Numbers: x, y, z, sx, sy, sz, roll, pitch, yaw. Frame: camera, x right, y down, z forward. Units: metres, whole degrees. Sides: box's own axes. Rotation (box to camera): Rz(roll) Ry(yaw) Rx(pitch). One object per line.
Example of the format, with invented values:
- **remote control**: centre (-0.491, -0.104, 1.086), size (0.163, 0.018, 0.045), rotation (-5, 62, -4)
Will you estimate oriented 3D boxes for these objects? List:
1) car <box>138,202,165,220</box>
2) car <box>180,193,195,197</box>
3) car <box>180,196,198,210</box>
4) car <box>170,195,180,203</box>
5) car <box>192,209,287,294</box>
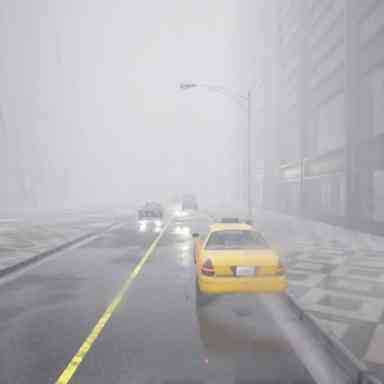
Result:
- **car**: centre (-3.338, 1.566, 28.097), size (1.994, 1.385, 4.181), rotation (0, 0, 0)
- **car**: centre (-0.456, 1.225, 53.478), size (2.150, 2.045, 5.566), rotation (0, 0, 0)
- **car**: centre (-0.265, 1.567, 42.457), size (1.994, 1.385, 4.181), rotation (0, 0, -1)
- **car**: centre (-3.591, 1.502, 69.397), size (1.837, 1.490, 4.892), rotation (0, 0, 0)
- **car**: centre (0.974, 1.456, 8.792), size (1.801, 1.575, 5.366), rotation (0, 0, 0)
